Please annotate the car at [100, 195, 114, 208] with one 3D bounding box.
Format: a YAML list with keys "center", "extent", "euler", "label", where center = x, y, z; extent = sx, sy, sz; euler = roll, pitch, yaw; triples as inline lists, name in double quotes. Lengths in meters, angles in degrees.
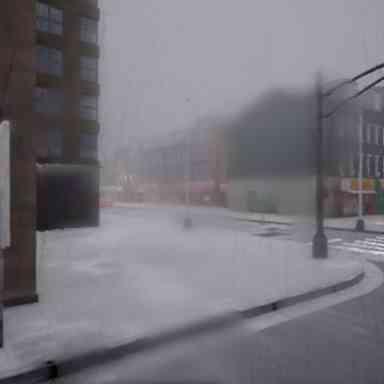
- center: [-12.430, 1.248, 45.483]
  extent: [2.097, 1.767, 4.553]
  euler: [0, 0, -36]
  label: "car"
